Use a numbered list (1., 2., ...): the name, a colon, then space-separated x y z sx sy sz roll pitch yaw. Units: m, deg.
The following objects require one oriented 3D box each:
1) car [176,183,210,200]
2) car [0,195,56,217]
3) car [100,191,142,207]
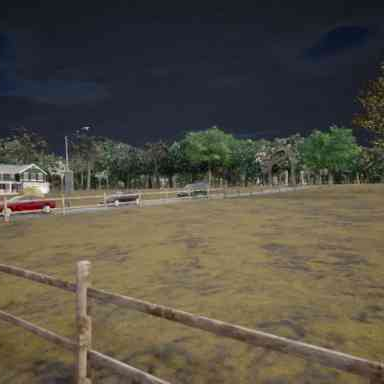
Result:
1. car: 0.201 -0.120 44.689 2.150 2.045 5.566 -3 1 35
2. car: -13.191 1.026 25.912 1.882 1.535 5.008 -3 1 35
3. car: -7.257 0.662 34.227 1.837 1.490 4.892 -3 1 36
